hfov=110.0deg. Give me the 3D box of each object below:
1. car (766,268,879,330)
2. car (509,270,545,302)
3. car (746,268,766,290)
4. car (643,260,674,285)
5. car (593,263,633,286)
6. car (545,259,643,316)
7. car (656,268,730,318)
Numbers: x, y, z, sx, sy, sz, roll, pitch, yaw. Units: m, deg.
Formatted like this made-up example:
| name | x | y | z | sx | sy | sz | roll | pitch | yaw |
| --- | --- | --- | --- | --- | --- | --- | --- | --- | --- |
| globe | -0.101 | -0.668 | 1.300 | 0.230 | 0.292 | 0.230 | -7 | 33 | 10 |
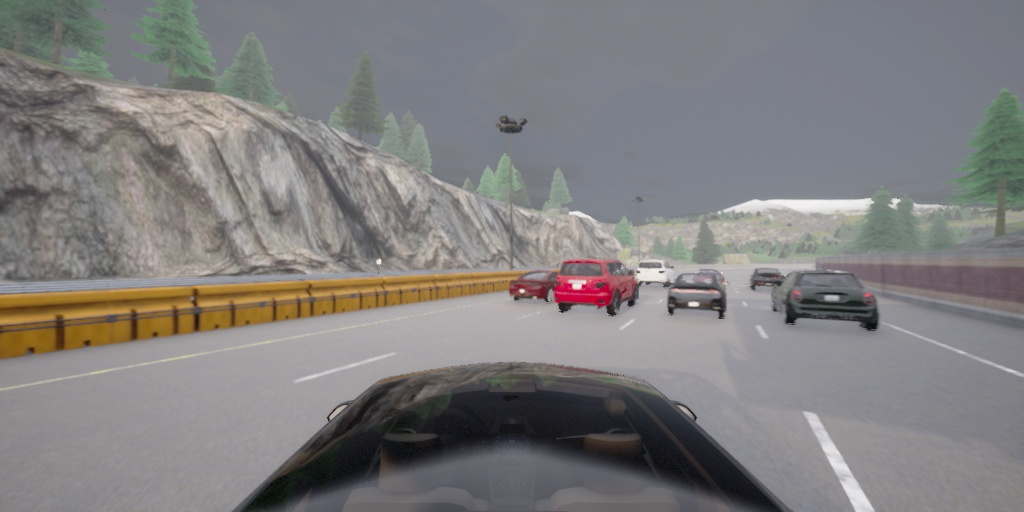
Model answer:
| name | x | y | z | sx | sy | sz | roll | pitch | yaw |
| --- | --- | --- | --- | --- | --- | --- | --- | --- | --- |
| car | 10.181 | 1.242 | 12.051 | 2.097 | 1.767 | 4.553 | 0 | -1 | 30 |
| car | 1.708 | 1.453 | 18.360 | 1.882 | 1.535 | 5.008 | 0 | -1 | 30 |
| car | 17.743 | 1.574 | 25.133 | 1.837 | 1.490 | 4.892 | -1 | -1 | 31 |
| car | 11.074 | 1.325 | 27.643 | 2.150 | 2.045 | 5.566 | -1 | -1 | 31 |
| car | 8.583 | 1.489 | 30.267 | 2.097 | 1.767 | 4.553 | 0 | -1 | 31 |
| car | 3.582 | 1.148 | 14.643 | 2.150 | 2.045 | 5.566 | 0 | -1 | 30 |
| car | 7.193 | 1.407 | 13.874 | 2.128 | 1.511 | 4.902 | 0 | -1 | 30 |
